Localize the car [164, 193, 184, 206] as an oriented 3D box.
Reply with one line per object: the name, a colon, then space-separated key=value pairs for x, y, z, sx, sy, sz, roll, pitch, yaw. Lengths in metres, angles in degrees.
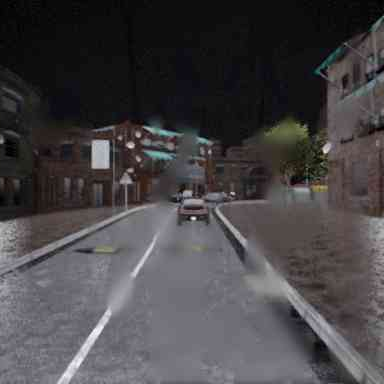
car: x=-1.301 y=0.821 z=36.226 sx=1.895 sy=1.301 sz=4.718 roll=0 pitch=0 yaw=22

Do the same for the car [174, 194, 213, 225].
car: x=0.085 y=1.091 z=20.167 sx=1.837 sy=1.490 sz=4.892 roll=0 pitch=2 yaw=0

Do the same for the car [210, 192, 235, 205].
car: x=3.049 y=0.753 z=38.329 sx=2.033 sy=1.411 sz=5.357 roll=-1 pitch=-1 yaw=33
